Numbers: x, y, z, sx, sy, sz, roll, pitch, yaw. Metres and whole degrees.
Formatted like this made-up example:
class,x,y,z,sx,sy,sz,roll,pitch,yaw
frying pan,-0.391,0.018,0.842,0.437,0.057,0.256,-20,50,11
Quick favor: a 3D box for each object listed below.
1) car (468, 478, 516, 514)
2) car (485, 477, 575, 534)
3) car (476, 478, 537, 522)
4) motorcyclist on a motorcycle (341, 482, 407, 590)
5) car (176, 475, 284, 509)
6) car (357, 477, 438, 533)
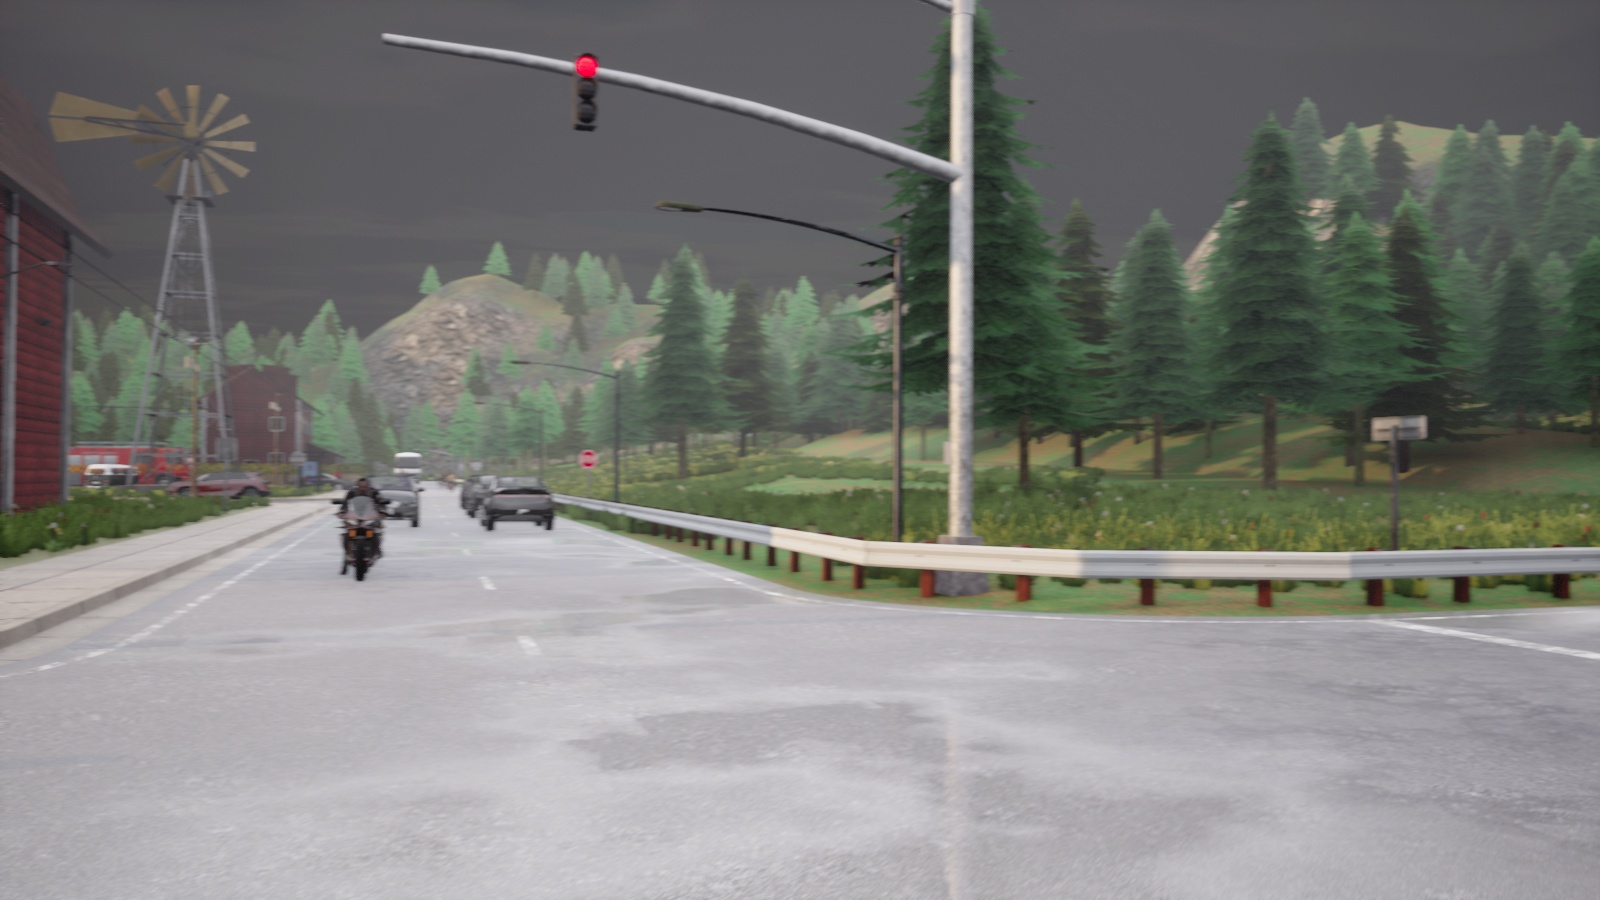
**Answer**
class,x,y,z,sx,sy,sz,roll,pitch,yaw
car,-13.516,1.972,54.960,1.845,1.501,3.633,0,-1,-17
car,-7.751,1.515,35.671,2.128,1.511,4.902,0,-1,-17
car,-10.637,1.764,45.329,1.837,1.490,4.892,0,-1,-17
motorcyclist on a motorcycle,-6.479,1.264,19.197,0.866,1.530,2.191,0,-1,-17
car,-28.598,2.092,63.042,4.856,1.649,2.033,0,-1,-25
car,-11.806,1.553,37.018,2.128,1.511,4.902,0,-1,-17
